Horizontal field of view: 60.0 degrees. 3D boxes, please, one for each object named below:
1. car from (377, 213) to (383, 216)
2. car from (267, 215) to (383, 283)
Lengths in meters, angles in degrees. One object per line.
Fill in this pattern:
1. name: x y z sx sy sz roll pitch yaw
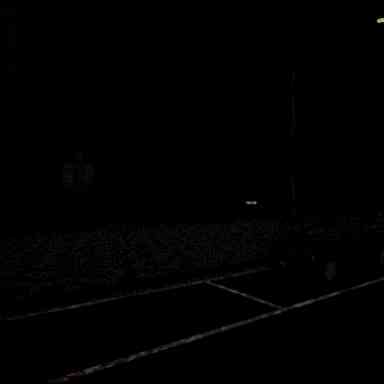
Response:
1. car: 8.699 1.334 12.987 5.009 1.841 2.192 0 0 -36
2. car: 4.111 1.556 9.708 4.507 1.381 1.887 0 0 -36
